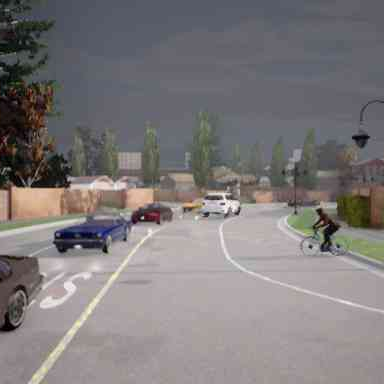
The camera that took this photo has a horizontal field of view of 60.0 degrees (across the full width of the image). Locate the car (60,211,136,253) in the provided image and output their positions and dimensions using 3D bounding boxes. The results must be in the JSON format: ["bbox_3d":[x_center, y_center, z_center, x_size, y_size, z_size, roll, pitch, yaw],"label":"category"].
[{"bbox_3d":[-3.826,1.559,13.587,1.895,1.301,4.718,0,0,2],"label":"car"}]

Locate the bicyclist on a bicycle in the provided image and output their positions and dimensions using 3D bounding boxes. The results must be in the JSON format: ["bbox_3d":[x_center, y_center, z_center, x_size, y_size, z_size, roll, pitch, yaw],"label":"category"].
[{"bbox_3d":[4.455,1.362,11.190,1.656,1.620,0.582,0,0,-2],"label":"bicyclist on a bicycle"}]

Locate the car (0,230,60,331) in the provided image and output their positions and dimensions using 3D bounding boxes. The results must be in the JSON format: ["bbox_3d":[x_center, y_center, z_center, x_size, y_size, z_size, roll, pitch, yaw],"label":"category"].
[{"bbox_3d":[-3.681,1.535,4.067,2.033,1.411,5.357,0,0,-2],"label":"car"}]

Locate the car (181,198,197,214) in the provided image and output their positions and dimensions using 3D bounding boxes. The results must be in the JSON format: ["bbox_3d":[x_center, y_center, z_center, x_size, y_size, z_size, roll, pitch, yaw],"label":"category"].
[{"bbox_3d":[0.721,1.371,33.393,1.882,1.535,5.008,0,0,28],"label":"car"}]

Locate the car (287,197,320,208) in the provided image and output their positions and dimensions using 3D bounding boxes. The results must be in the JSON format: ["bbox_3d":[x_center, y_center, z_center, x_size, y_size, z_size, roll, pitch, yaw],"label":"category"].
[{"bbox_3d":[15.095,1.383,44.876,5.357,1.411,2.033,0,0,-37],"label":"car"}]

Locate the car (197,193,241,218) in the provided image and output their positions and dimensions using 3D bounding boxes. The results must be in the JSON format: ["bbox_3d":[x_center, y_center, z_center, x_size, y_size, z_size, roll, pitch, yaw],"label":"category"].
[{"bbox_3d":[2.657,1.120,29.051,2.150,2.045,5.566,0,0,22],"label":"car"}]

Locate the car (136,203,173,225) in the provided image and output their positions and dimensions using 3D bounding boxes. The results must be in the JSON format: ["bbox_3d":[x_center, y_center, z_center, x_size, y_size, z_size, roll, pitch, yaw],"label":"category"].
[{"bbox_3d":[-2.746,1.492,23.536,1.994,1.385,4.181,0,0,14],"label":"car"}]
